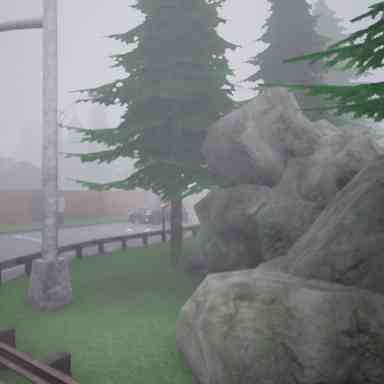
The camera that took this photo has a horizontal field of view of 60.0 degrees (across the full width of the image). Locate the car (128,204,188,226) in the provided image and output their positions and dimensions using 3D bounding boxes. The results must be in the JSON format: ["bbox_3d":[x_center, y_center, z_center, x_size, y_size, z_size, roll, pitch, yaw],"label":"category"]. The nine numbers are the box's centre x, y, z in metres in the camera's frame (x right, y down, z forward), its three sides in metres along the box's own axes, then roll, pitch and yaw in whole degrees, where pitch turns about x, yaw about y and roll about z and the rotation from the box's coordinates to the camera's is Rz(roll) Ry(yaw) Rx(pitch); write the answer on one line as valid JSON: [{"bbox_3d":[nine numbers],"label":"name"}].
[{"bbox_3d":[-2.304,1.336,23.385,2.097,1.767,4.553,0,0,36],"label":"car"}]
